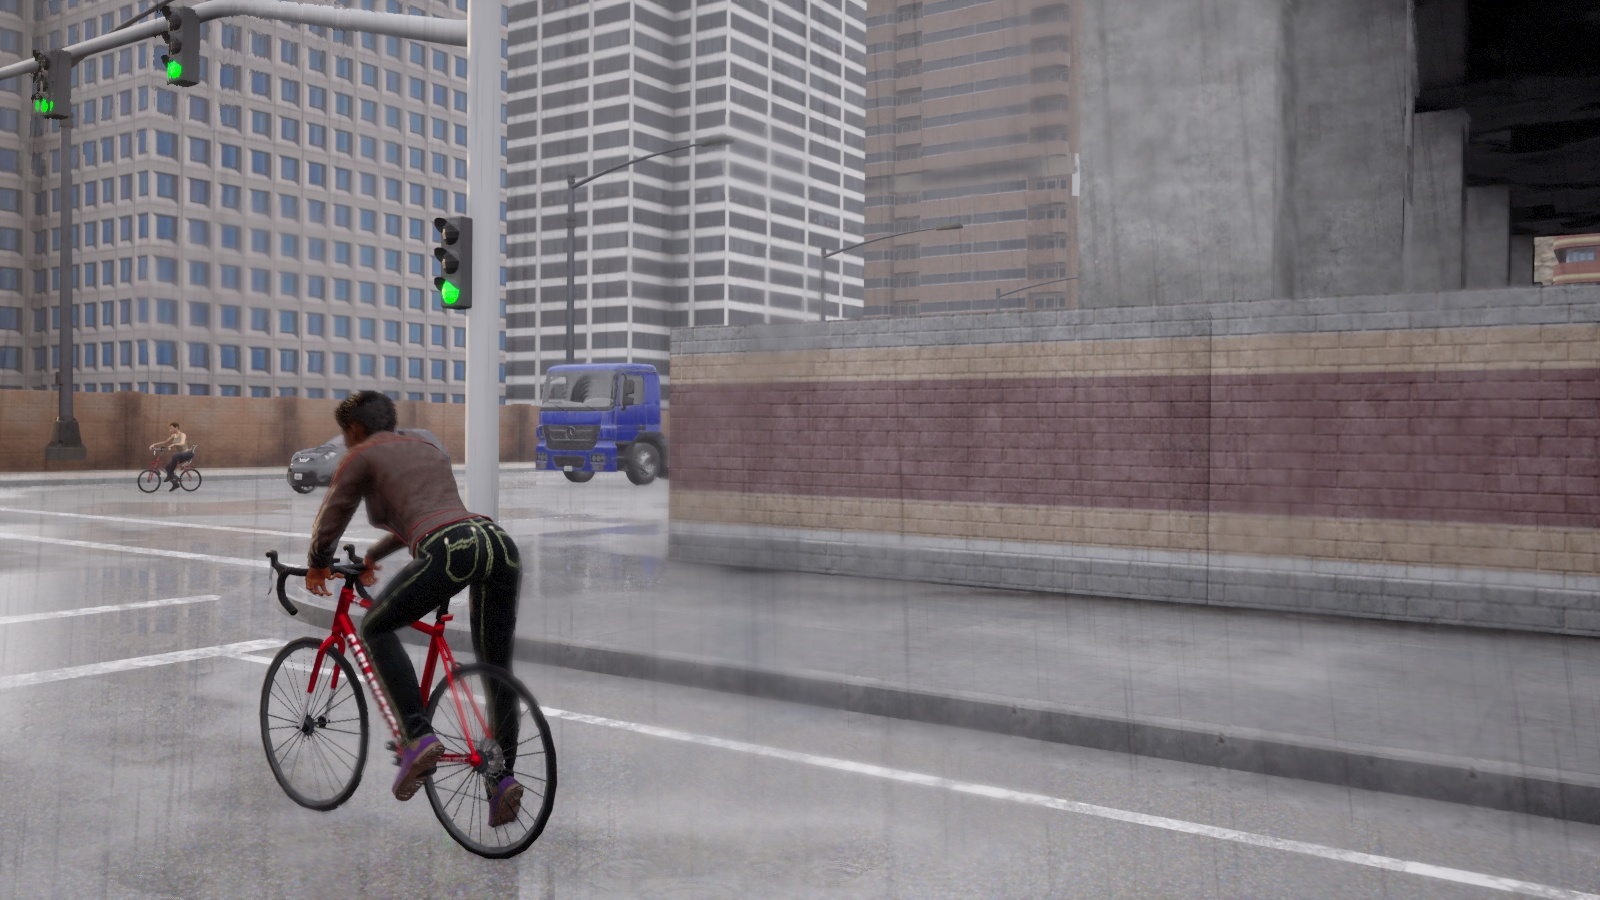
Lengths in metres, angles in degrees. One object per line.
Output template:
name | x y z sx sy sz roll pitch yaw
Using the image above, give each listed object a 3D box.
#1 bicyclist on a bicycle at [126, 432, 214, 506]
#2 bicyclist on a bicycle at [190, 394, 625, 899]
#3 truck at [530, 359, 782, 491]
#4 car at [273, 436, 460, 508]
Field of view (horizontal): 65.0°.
bicyclist on a bicycle | -14.201 0.410 28.329 0.866 1.612 1.509 0 1 34
bicyclist on a bicycle | -1.472 0.635 4.599 1.656 1.620 0.582 0 1 34
truck | -4.016 -0.721 37.134 2.891 3.462 7.936 0 1 34
car | -9.798 0.444 28.592 1.845 1.501 3.633 0 1 34
